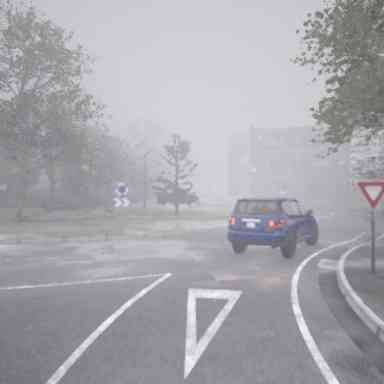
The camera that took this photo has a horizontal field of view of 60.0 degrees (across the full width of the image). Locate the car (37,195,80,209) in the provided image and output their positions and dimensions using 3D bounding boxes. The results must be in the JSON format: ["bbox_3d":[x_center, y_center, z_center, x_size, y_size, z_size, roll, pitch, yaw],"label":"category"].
[{"bbox_3d":[-18.613,1.383,46.576,5.566,2.045,2.150,1,-1,-26],"label":"car"}]

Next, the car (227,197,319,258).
[{"bbox_3d":[3.399,1.236,13.280,2.150,2.045,5.566,0,-1,33],"label":"car"}]
